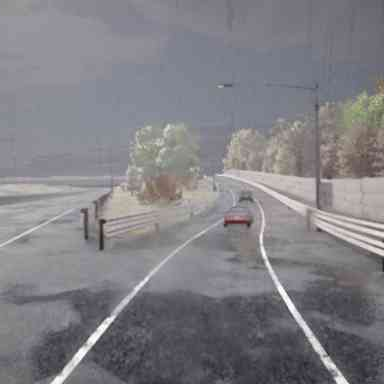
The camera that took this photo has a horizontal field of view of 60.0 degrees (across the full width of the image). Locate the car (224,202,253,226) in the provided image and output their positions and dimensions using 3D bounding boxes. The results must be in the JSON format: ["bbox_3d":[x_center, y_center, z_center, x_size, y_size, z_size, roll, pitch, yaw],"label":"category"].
[{"bbox_3d":[3.545,1.750,25.021,1.994,1.385,4.181,-1,0,12],"label":"car"}]

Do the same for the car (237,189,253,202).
[{"bbox_3d":[8.311,0.612,51.554,2.150,2.045,5.566,-1,3,7],"label":"car"}]

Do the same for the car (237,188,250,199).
[{"bbox_3d":[9.562,0.218,61.942,2.128,1.511,4.902,-1,4,5],"label":"car"}]
